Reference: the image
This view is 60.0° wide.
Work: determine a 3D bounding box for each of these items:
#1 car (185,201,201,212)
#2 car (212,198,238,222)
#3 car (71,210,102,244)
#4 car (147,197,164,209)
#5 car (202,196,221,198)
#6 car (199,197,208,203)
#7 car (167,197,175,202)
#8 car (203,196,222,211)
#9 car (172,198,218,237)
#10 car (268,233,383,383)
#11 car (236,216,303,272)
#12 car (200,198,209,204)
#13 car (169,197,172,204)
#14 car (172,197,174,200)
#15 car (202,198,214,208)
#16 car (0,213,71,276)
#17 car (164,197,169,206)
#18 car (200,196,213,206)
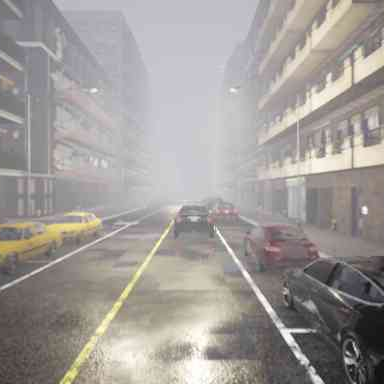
[{"bbox_3d":[0.107,1.814,43.225,1.895,1.301,4.718,0,0,0],"label":"car"},{"bbox_3d":[2.681,1.574,27.664,1.967,1.590,4.097,-1,0,0],"label":"car"},{"bbox_3d":[-5.699,1.604,16.201,1.752,1.417,4.829,-1,0,0],"label":"car"},{"bbox_3d":[-5.695,1.774,50.184,1.752,1.417,4.829,-1,0,0],"label":"car"},{"bbox_3d":[2.681,1.506,38.993,2.192,1.841,5.009,-1,0,0],"label":"car"},{"bbox_3d":[2.690,1.962,78.638,1.947,1.339,4.313,-1,0,0],"label":"car"},{"bbox_3d":[-5.689,1.982,89.829,1.752,1.417,4.829,-1,0,0],"label":"car"},{"bbox_3d":[2.682,1.535,44.656,2.192,1.841,5.009,-1,0,0],"label":"car"},{"bbox_3d":[0.103,1.443,18.833,2.097,1.767,4.553,0,0,0],"label":"car"},{"bbox_3d":[2.680,1.591,5.008,1.947,1.339,4.313,-1,0,0],"label":"car"},{"bbox_3d":[2.681,1.634,10.673,1.802,1.307,4.206,-1,0,0],"label":"car"},{"bbox_3d":[2.690,1.932,72.974,1.947,1.339,4.313,-1,0,0],"label":"car"},{"bbox_3d":[-5.693,1.778,67.345,1.967,1.590,4.097,-1,0,0],"label":"car"},{"bbox_3d":[-5.690,1.933,73.008,1.947,1.339,4.313,-1,0,0],"label":"car"},{"bbox_3d":[2.686,1.805,56.153,1.752,1.417,4.829,-1,0,0],"label":"car"},{"bbox_3d":[-5.700,1.577,10.537,1.752,1.417,4.829,-1,0,0],"label":"car"},{"bbox_3d":[-5.693,1.833,61.511,1.752,1.417,4.829,-1,0,0],"label":"car"},{"bbox_3d":[2.684,1.623,61.648,2.192,1.841,5.009,-1,0,0],"label":"car"}]
